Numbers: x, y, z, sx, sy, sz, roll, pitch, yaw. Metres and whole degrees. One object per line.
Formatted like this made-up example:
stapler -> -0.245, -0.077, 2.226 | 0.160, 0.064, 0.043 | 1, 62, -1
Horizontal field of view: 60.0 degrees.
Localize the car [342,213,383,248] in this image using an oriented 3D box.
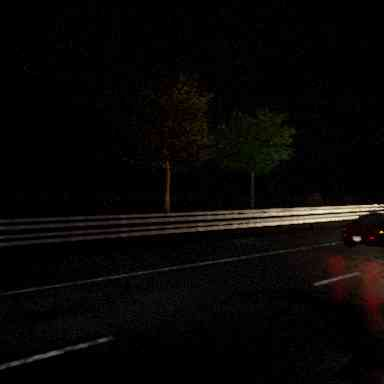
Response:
car -> 8.057, 1.585, 13.798 | 4.674, 1.442, 1.812 | 0, 0, -36
